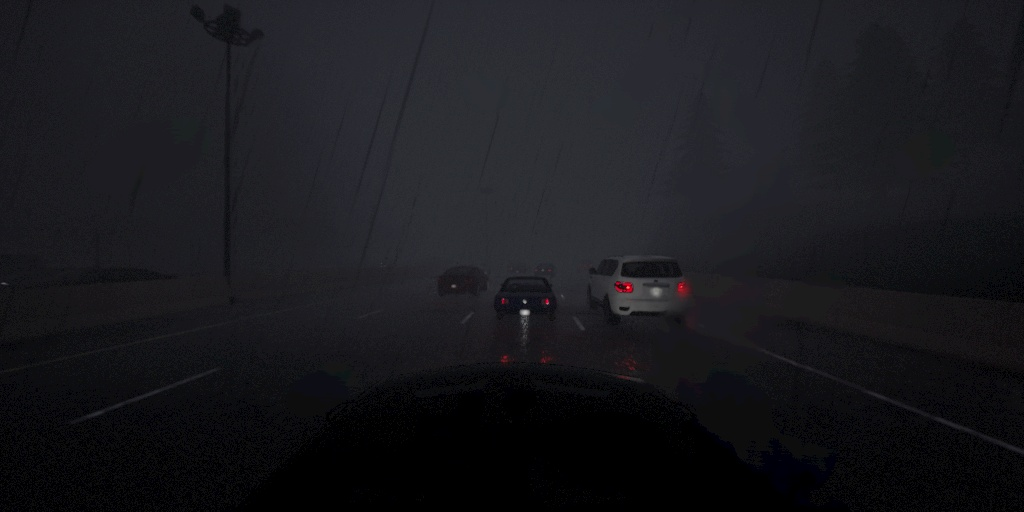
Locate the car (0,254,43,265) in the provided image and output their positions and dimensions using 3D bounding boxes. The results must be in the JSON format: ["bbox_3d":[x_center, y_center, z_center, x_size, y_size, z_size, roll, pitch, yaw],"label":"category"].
[{"bbox_3d":[-27.352,0.933,17.911,2.150,2.045,5.566,0,0,5],"label":"car"}]

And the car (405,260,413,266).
[{"bbox_3d":[-16.099,1.363,59.771,1.812,1.442,4.674,0,0,16],"label":"car"}]

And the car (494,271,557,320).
[{"bbox_3d":[0.524,1.377,12.804,1.895,1.301,4.718,0,0,4],"label":"car"}]

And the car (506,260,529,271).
[{"bbox_3d":[1.071,1.444,41.762,1.895,1.301,4.718,0,0,13],"label":"car"}]

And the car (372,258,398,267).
[{"bbox_3d":[-20.365,1.173,57.494,2.097,1.767,4.553,0,0,16],"label":"car"}]

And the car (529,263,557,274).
[{"bbox_3d":[3.363,1.383,35.671,2.033,1.411,5.357,0,0,11],"label":"car"}]

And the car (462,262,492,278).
[{"bbox_3d":[-3.516,1.345,36.594,1.812,1.442,4.674,0,0,11],"label":"car"}]

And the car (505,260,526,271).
[{"bbox_3d":[0.606,1.347,54.035,1.882,1.535,5.008,0,0,16],"label":"car"}]

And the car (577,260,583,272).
[{"bbox_3d":[9.960,1.233,48.136,2.097,1.767,4.553,0,0,15],"label":"car"}]

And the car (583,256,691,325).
[{"bbox_3d":[3.963,1.007,12.118,2.150,2.045,5.566,0,0,3],"label":"car"}]

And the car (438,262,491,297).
[{"bbox_3d":[-2.470,1.260,19.176,1.882,1.535,5.008,0,0,5],"label":"car"}]

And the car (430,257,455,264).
[{"bbox_3d":[-10.137,1.335,55.181,2.128,1.511,4.902,0,0,16],"label":"car"}]

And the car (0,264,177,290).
[{"bbox_3d":[-17.033,1.212,15.035,1.882,1.535,5.008,0,0,4],"label":"car"}]

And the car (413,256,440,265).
[{"bbox_3d":[-13.042,1.062,57.787,2.150,2.045,5.566,0,0,16],"label":"car"}]
